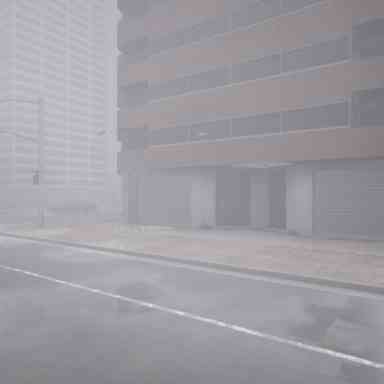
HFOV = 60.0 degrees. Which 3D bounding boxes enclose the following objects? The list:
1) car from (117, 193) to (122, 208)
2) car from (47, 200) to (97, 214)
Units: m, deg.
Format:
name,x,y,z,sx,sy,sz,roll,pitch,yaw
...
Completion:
name,x,y,z,sx,sy,sz,roll,pitch,yaw
car,-7.335,1.352,44.674,2.097,1.767,4.553,0,0,35
car,-13.035,1.547,36.555,2.033,1.411,5.357,0,0,35
